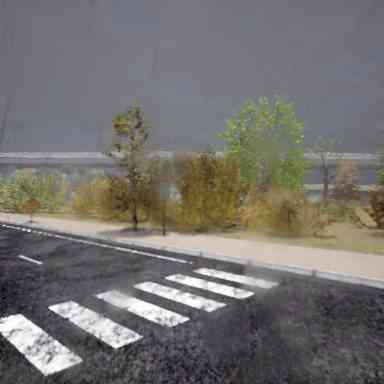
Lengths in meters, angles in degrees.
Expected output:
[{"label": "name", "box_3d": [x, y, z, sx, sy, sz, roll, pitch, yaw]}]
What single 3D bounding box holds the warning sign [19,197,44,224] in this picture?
[{"label": "warning sign", "box_3d": [-11.489, 1.284, 23.852, 1.300, 1.860, 1.060, 2, 0, -45]}]
